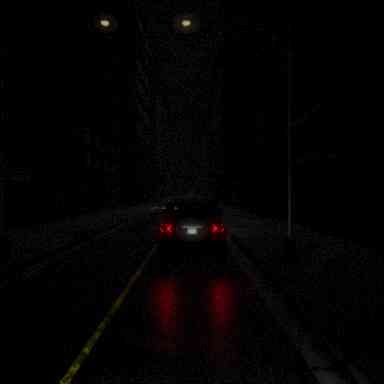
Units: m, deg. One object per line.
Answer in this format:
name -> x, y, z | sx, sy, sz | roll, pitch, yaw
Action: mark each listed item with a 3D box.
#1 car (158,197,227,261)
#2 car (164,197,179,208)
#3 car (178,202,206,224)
car -> 0.030, 1.230, 12.393 | 2.150, 2.045, 5.566 | 0, 0, 1
car -> -3.094, 1.481, 50.382 | 1.882, 1.535, 5.008 | 0, 0, 0
car -> 0.017, 1.559, 26.350 | 2.033, 1.411, 5.357 | 0, 0, 0
